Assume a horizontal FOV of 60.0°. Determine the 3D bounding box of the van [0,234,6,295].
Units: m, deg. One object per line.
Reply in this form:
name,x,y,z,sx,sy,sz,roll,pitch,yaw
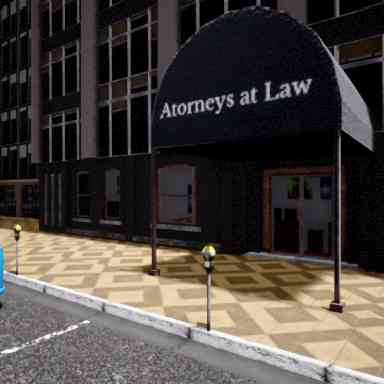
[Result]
van,-5.467,1.341,6.796,3.998,1.788,1.690,0,0,36
